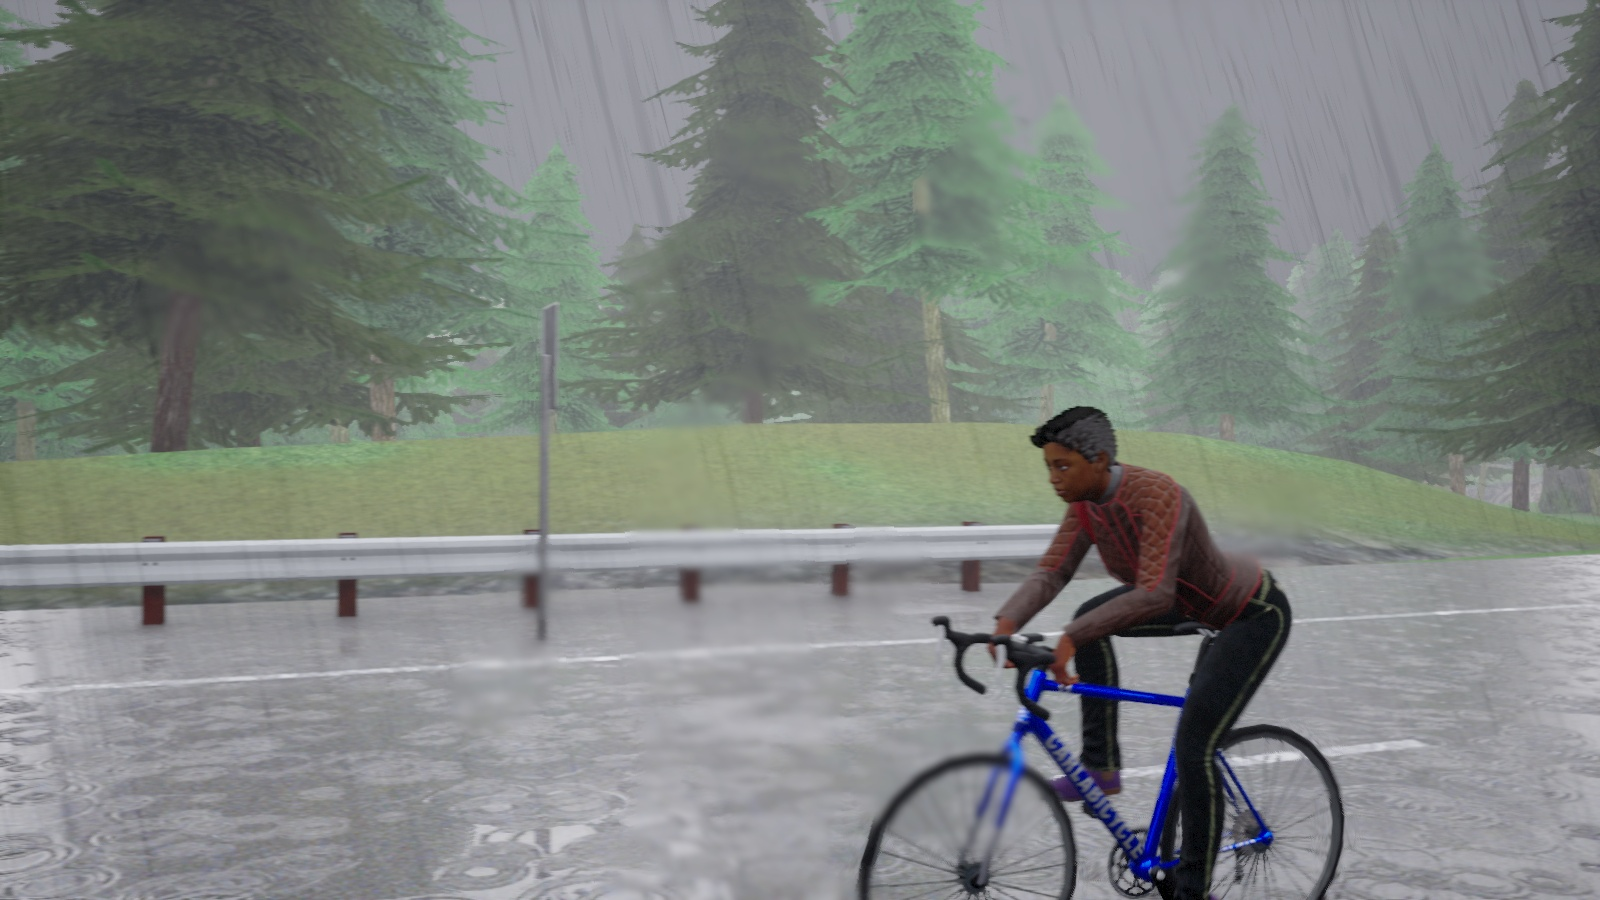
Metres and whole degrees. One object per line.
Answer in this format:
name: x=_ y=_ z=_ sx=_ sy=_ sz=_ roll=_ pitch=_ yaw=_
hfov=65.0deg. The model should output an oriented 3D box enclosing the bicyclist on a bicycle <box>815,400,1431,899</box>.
bicyclist on a bicycle: x=0.933 y=0.681 z=3.594 sx=1.656 sy=1.620 sz=0.582 roll=-1 pitch=1 yaw=-21
